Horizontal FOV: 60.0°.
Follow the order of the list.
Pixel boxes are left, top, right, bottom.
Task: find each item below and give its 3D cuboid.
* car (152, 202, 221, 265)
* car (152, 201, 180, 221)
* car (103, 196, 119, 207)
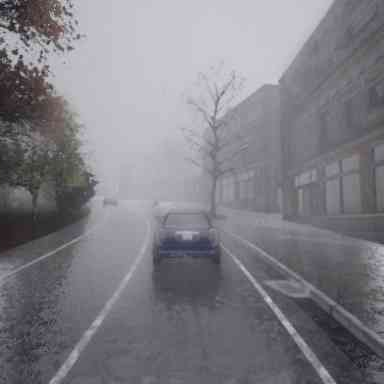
[{"bbox_3d":[-0.244,1.366,11.966,2.097,1.767,4.553,1,0,-3],"label":"car"},{"bbox_3d":[-2.308,1.574,28.394,1.812,1.442,4.674,1,0,-11],"label":"car"},{"bbox_3d":[-12.066,1.448,49.364,1.837,1.490,4.892,3,-1,-22],"label":"car"}]
